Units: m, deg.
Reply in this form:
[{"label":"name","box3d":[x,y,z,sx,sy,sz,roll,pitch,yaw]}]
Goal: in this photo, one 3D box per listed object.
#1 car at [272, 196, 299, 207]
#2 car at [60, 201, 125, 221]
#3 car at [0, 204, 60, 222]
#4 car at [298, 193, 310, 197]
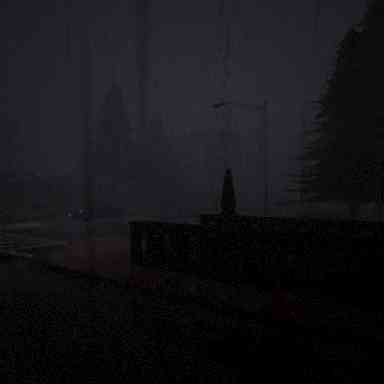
[{"label":"car","box3d":[13.604,1.562,49.156,1.895,1.301,4.718,0,0,37]},{"label":"car","box3d":[-7.756,1.490,27.142,2.128,1.511,4.902,0,0,38]},{"label":"car","box3d":[-12.956,1.606,26.145,1.895,1.301,4.718,0,0,38]},{"label":"car","box3d":[19.860,1.171,57.365,2.150,2.045,5.566,0,0,38]}]
